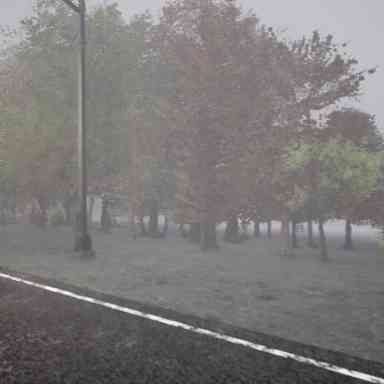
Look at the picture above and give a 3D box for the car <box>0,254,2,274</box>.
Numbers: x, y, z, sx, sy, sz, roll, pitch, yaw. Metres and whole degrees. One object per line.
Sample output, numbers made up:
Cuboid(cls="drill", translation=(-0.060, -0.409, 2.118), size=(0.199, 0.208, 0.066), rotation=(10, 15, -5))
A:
Cuboid(cls="car", translation=(-6.773, 1.599, 8.549), size=(4.902, 1.511, 2.128), rotation=(-1, 0, 36))
